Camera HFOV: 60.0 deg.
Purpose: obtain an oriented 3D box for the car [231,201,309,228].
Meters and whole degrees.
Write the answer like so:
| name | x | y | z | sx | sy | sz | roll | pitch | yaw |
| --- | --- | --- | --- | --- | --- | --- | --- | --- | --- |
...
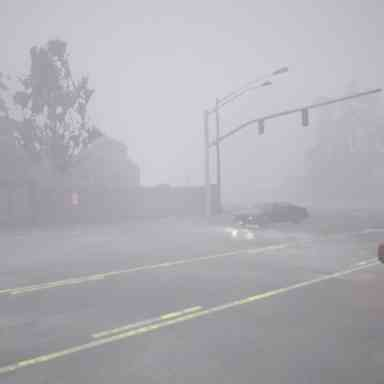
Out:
| name | x | y | z | sx | sy | sz | roll | pitch | yaw |
| --- | --- | --- | --- | --- | --- | --- | --- | --- | --- |
| car | 4.880 | 1.290 | 20.250 | 5.357 | 1.411 | 2.033 | -1 | 1 | -35 |

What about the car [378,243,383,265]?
| name | x | y | z | sx | sy | sz | roll | pitch | yaw |
| --- | --- | --- | --- | --- | --- | --- | --- | --- | --- |
| car | 6.925 | 1.432 | 8.671 | 4.718 | 1.301 | 1.895 | -1 | 1 | -35 |
